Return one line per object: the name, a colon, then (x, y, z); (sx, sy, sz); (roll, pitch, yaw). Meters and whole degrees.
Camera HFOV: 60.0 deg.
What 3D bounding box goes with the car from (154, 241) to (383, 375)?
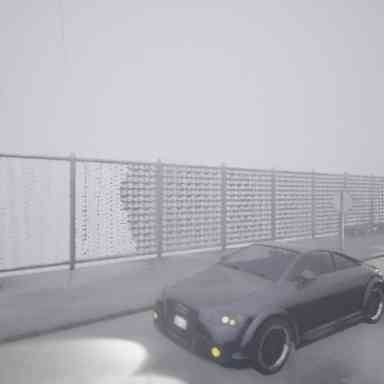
car: (1.470, 1.580, 5.645); (4.181, 1.385, 1.994); (0, 0, -35)
